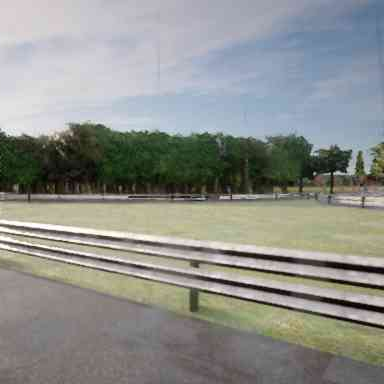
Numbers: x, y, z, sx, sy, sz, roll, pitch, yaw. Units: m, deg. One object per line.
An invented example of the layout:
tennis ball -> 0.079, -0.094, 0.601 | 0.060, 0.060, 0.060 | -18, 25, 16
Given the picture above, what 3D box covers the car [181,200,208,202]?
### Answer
car -> 0.403, 1.109, 56.828 | 4.718, 1.301, 1.895 | 0, 0, -22
